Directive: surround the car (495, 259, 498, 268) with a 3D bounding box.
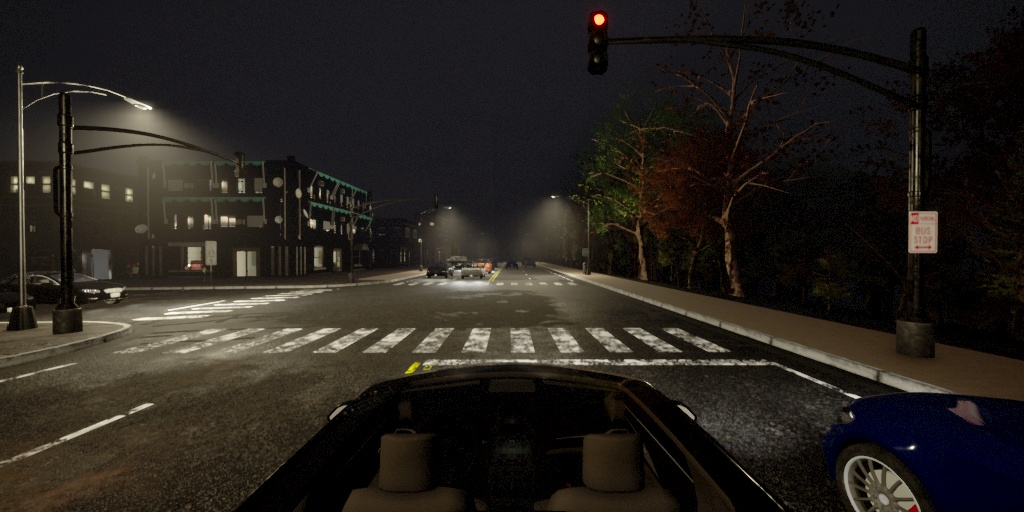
[{"bbox_3d":[-3.448,1.223,51.269,2.128,1.511,4.902,0,0,0],"label":"car"}]

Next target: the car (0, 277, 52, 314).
[{"bbox_3d":[-19.973,1.565,12.833,4.313,1.339,1.948,0,0,0],"label":"car"}]

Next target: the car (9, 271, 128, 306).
[{"bbox_3d":[-19.654,1.459,15.540,4.902,1.511,2.128,-1,1,0],"label":"car"}]

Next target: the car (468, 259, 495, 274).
[{"bbox_3d":[-3.432,1.088,41.237,2.097,1.767,4.553,0,0,0],"label":"car"}]

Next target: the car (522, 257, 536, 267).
[{"bbox_3d":[3.211,1.273,63.678,2.033,1.411,5.357,0,0,0],"label":"car"}]

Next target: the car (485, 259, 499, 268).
[{"bbox_3d":[-3.445,1.219,61.688,2.128,1.511,4.902,0,0,0],"label":"car"}]

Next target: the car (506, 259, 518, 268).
[{"bbox_3d":[-0.033,1.255,57.935,1.812,1.442,4.674,0,0,0],"label":"car"}]

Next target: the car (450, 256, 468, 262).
[{"bbox_3d":[-6.685,0.956,44.220,2.150,2.045,5.566,0,0,0],"label":"car"}]

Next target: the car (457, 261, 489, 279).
[{"bbox_3d":[-3.415,1.341,32.265,1.895,1.301,4.718,0,0,0],"label":"car"}]

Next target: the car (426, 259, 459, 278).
[{"bbox_3d":[-6.667,1.287,33.983,2.033,1.411,5.357,0,0,0],"label":"car"}]

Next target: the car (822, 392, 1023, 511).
[{"bbox_3d":[3.358,1.276,0.873,1.812,1.442,4.674,0,0,1],"label":"car"}]
